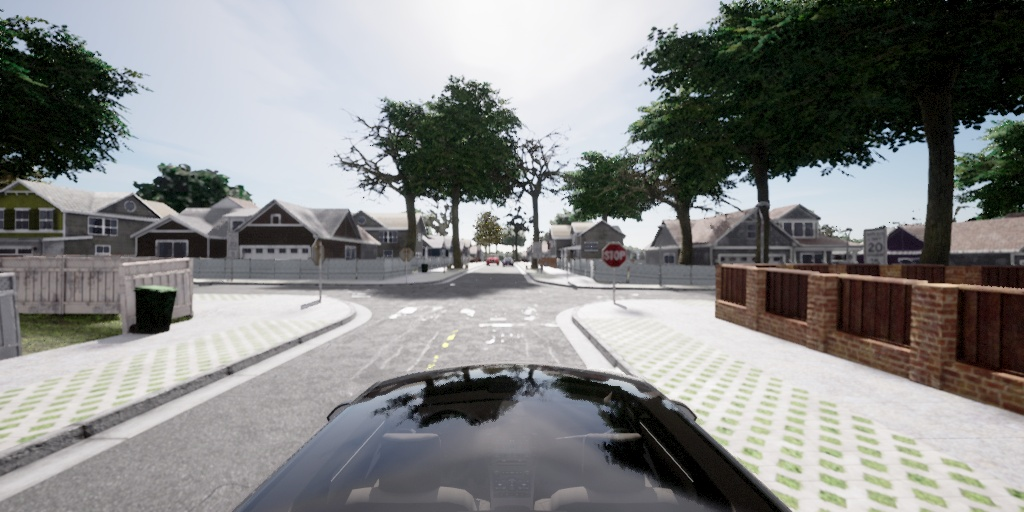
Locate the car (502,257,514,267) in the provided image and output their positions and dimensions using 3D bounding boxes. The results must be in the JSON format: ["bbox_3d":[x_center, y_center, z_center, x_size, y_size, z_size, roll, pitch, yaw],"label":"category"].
[{"bbox_3d":[-0.649,1.092,60.454,1.895,1.301,4.718,0,0,-1],"label":"car"}]
